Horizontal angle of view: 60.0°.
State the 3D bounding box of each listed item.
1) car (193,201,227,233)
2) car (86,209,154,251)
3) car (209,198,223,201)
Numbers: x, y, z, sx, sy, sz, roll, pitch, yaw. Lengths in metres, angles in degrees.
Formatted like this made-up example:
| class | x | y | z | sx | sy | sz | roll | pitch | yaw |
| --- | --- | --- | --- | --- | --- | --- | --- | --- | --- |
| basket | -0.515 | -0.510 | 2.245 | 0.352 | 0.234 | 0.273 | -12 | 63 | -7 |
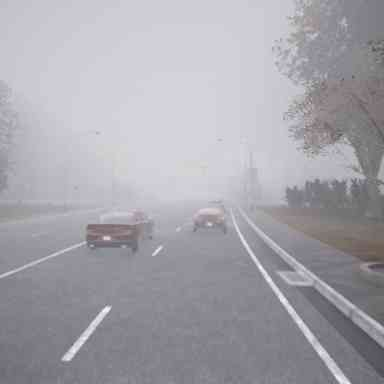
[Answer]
| class | x | y | z | sx | sy | sz | roll | pitch | yaw |
| --- | --- | --- | --- | --- | --- | --- | --- | --- | --- |
| car | 1.077 | 1.500 | 19.550 | 1.812 | 1.442 | 4.674 | 0 | 0 | 4 |
| car | -2.831 | 1.457 | 14.060 | 1.882 | 1.535 | 5.008 | 0 | 0 | 3 |
| car | 2.667 | 1.377 | 36.753 | 2.128 | 1.511 | 4.902 | 0 | 0 | 6 |
